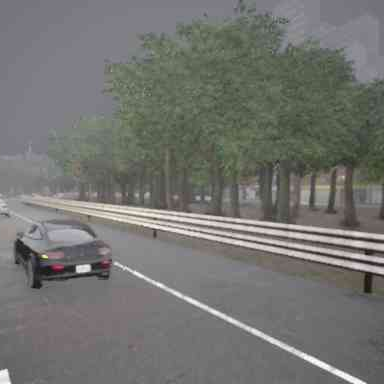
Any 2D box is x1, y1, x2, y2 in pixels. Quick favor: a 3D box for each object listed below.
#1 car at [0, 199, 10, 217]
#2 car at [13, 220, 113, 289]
[{"bbox_3d":[-16.512,1.306,27.912,1.812,1.442,4.674,1,0,-34],"label":"car"},{"bbox_3d":[-3.649,1.484,9.121,1.812,1.442,4.674,1,0,-34],"label":"car"}]
